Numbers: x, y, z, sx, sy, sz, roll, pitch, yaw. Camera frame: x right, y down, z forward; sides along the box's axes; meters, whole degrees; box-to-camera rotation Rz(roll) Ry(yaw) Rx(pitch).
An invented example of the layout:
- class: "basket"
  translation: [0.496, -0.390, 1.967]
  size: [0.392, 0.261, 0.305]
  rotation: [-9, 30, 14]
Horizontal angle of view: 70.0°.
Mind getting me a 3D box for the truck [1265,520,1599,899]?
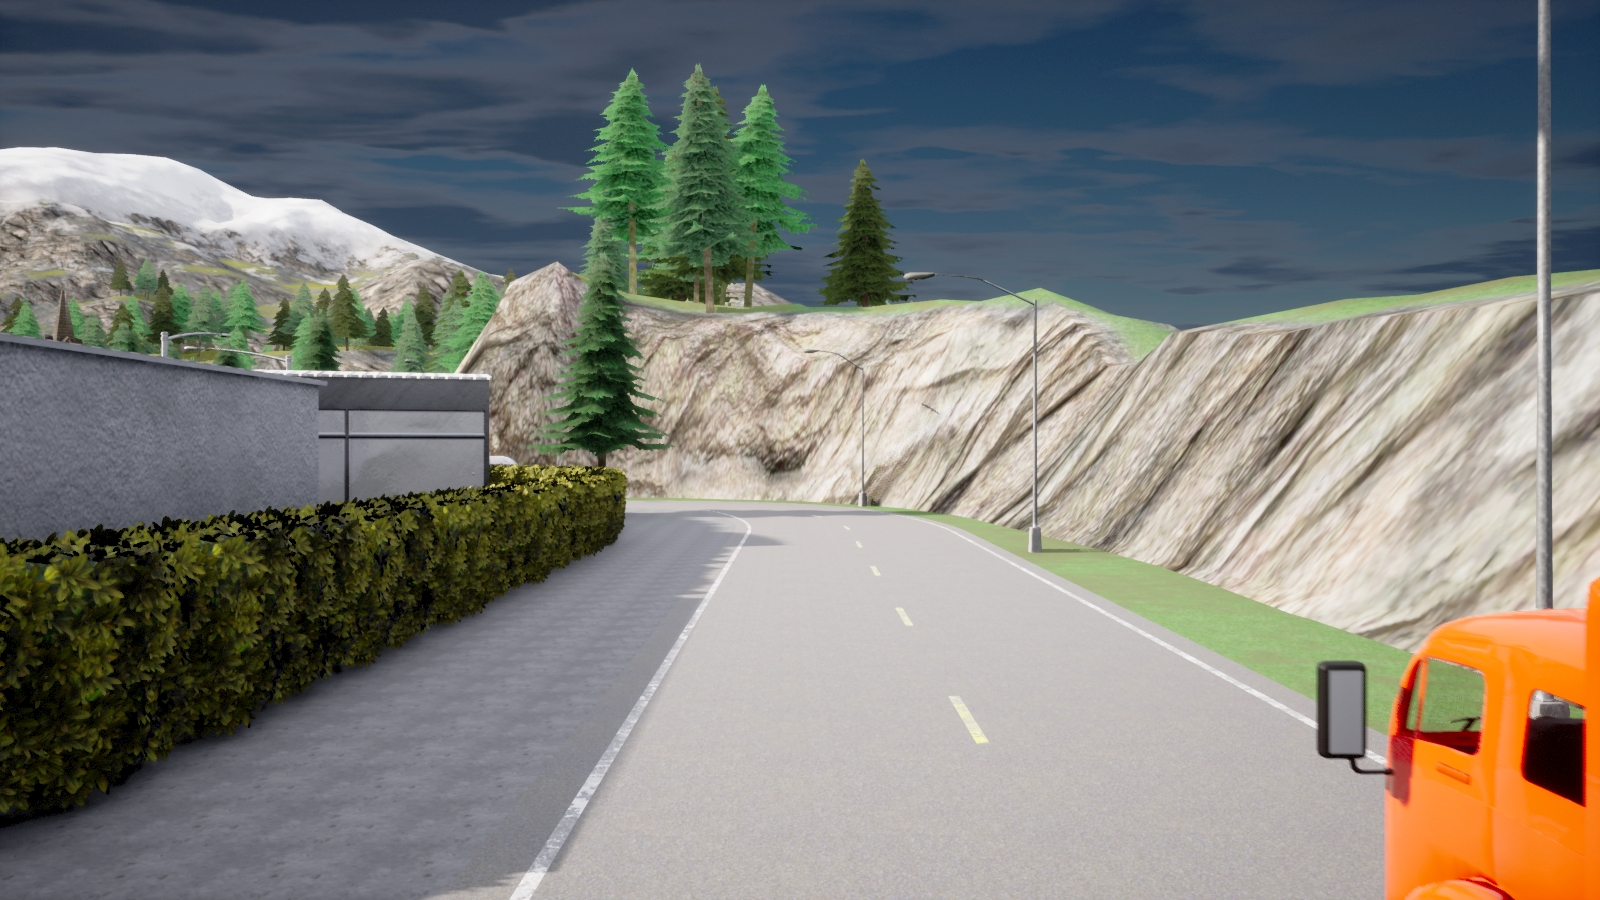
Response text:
- class: "truck"
  translation: [3.479, 1.564, 2.777]
  size: [2.627, 2.467, 5.204]
  rotation: [0, 0, 1]
